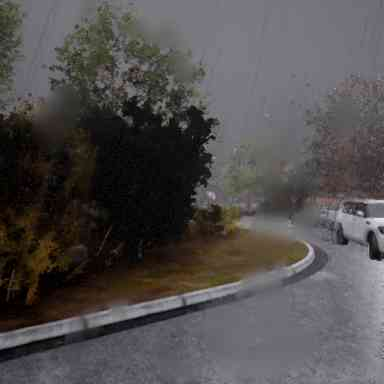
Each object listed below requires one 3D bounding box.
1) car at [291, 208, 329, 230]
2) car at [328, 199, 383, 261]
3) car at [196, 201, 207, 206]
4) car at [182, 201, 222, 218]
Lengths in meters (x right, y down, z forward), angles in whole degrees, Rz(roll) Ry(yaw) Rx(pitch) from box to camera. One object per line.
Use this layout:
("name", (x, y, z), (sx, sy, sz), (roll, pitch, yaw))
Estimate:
("car", (8.618, 1.760, 22.093), (1.994, 1.385, 4.181), (1, -1, -28))
("car", (7.320, 1.303, 12.828), (2.150, 2.045, 5.566), (2, 0, 7))
("car", (1.102, 1.685, 27.018), (1.994, 1.385, 4.181), (1, -1, -35))
("car", (0.924, 1.693, 33.722), (1.837, 1.490, 4.892), (1, -1, -28))
